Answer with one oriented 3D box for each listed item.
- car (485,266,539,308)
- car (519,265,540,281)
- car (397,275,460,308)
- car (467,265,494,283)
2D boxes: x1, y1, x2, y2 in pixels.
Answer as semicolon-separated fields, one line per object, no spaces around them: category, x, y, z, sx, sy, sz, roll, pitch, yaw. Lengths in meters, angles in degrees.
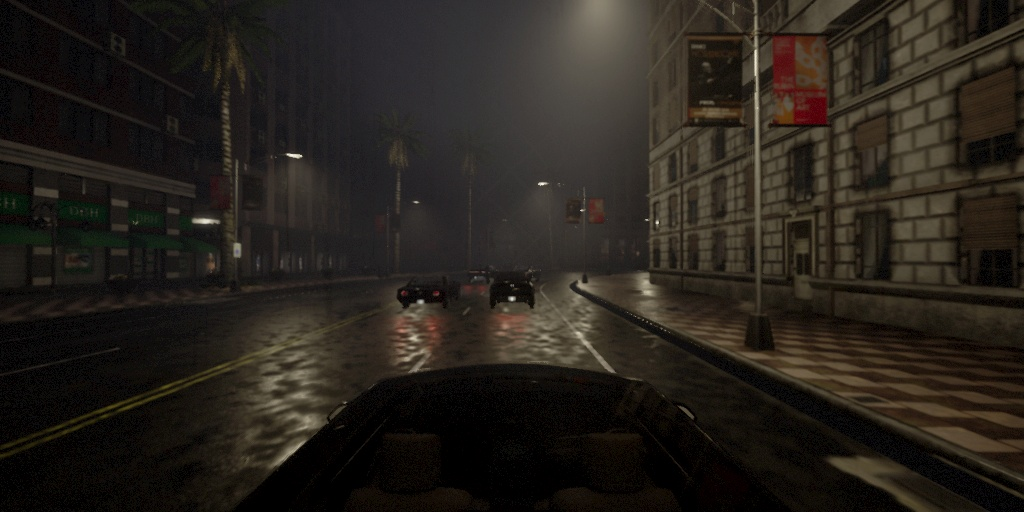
car;0.020;1.393;16.150;1.837;1.490;4.892;0;0;0
car;1.143;1.507;29.882;2.128;1.511;4.902;0;0;14
car;-3.486;1.484;15.959;1.895;1.301;4.718;0;0;0
car;-2.271;1.514;30.657;2.128;1.511;4.902;0;0;14
